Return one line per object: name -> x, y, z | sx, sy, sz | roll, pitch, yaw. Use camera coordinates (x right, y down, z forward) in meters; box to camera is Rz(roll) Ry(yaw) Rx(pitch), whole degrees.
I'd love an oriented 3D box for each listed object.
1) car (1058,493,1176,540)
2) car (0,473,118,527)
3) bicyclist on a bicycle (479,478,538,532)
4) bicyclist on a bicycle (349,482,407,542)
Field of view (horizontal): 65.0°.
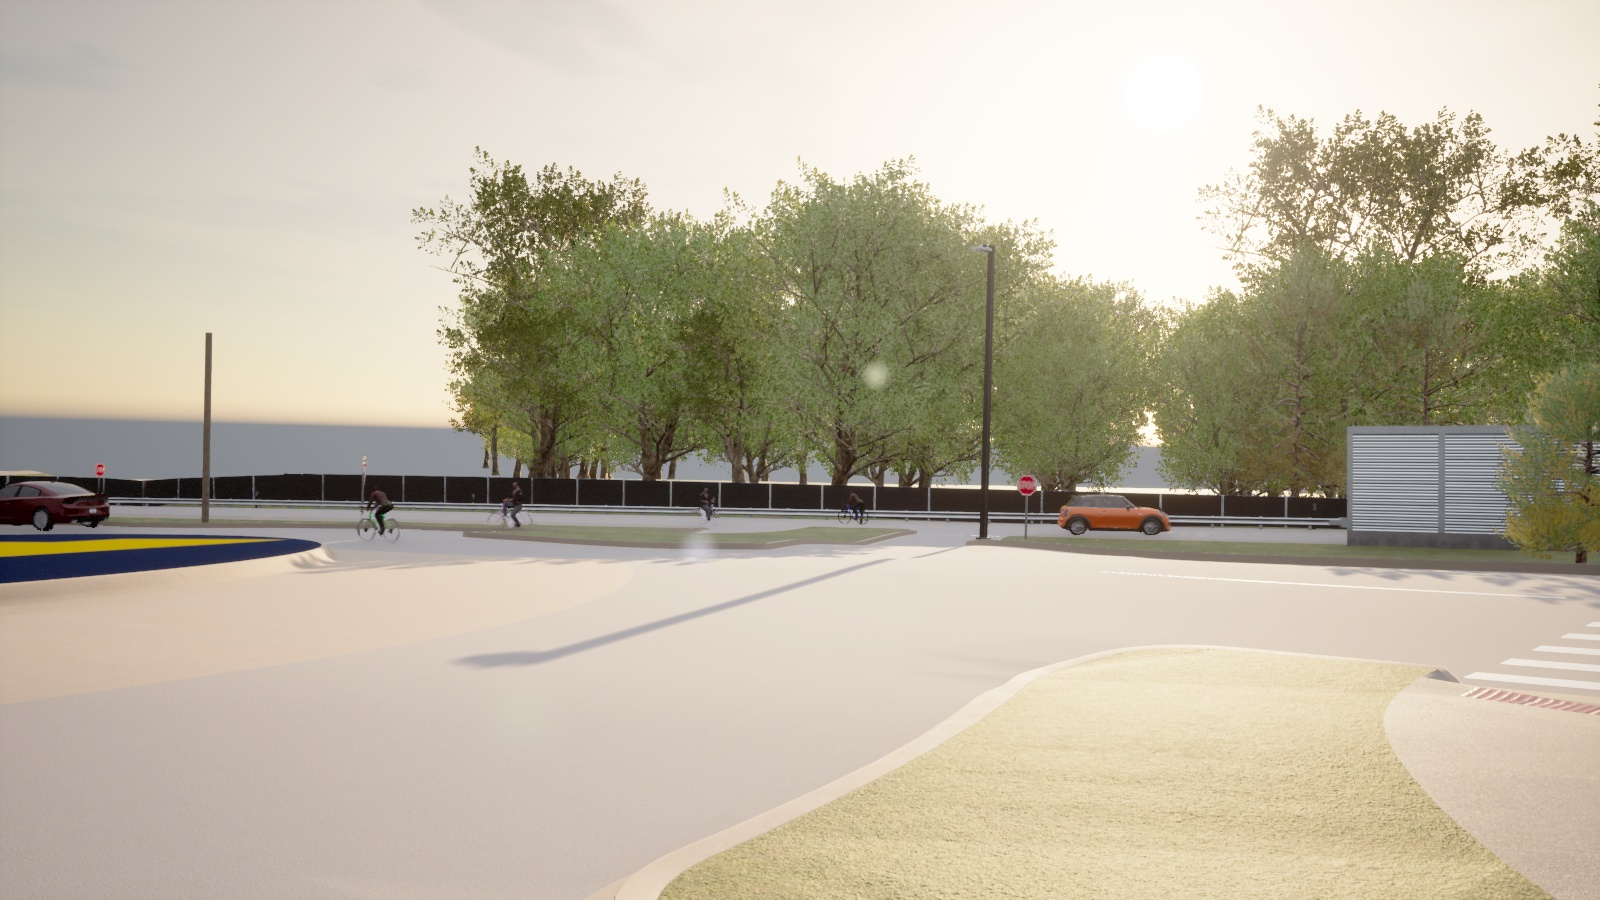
car -> 13.323, 2.781, 52.998 | 4.553, 1.767, 2.097 | 0, 0, 6
car -> -24.400, 1.547, 39.902 | 5.008, 1.535, 1.882 | 1, 0, 18
bicyclist on a bicycle -> -9.901, 1.872, 42.653 | 0.659, 1.776, 1.843 | 0, -4, 41
bicyclist on a bicycle -> -11.933, 1.728, 35.486 | 1.656, 1.620, 0.582 | 1, 1, 28
